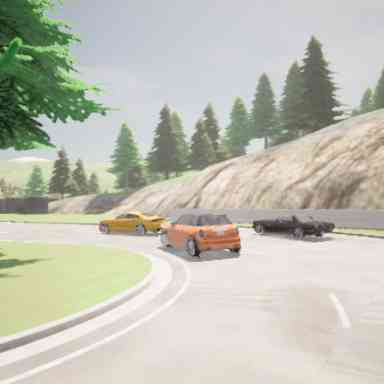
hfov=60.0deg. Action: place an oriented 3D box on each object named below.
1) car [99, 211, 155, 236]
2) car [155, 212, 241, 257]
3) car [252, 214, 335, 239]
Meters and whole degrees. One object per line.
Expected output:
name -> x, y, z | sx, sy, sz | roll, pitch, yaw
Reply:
car -> -4.137, 2.084, 22.875 | 5.008, 1.535, 1.882 | -2, -2, 27
car -> 0.215, 1.690, 14.841 | 2.097, 1.767, 4.553 | -1, -1, -25
car -> 5.699, 1.928, 19.411 | 1.895, 1.301, 4.718 | 0, -2, -33
